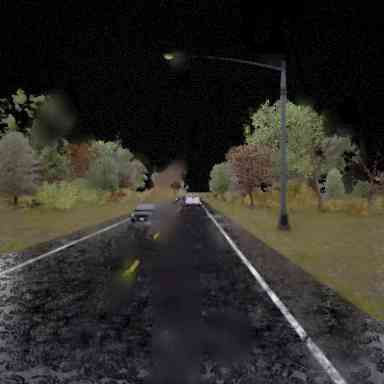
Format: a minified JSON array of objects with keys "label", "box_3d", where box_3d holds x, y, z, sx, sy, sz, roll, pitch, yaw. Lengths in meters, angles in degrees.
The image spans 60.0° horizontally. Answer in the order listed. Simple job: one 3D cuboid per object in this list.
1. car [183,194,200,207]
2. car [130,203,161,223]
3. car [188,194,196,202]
[{"label":"car","box_3d":[0.106,1.272,52.978,2.150,2.045,5.566,0,0,0]},{"label":"car","box_3d":[-3.576,1.568,26.393,2.033,1.411,5.357,0,0,0]},{"label":"car","box_3d":[0.010,1.463,80.982,2.097,1.767,4.553,0,0,0]}]
